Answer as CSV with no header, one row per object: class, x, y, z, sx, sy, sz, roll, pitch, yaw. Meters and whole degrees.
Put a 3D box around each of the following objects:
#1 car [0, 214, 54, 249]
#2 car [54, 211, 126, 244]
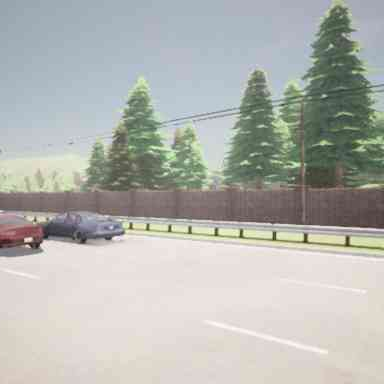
car,-8.049,1.661,13.913,4.674,1.442,1.812,0,0,36
car,-5.698,1.678,16.529,5.357,1.411,2.033,-1,0,36
